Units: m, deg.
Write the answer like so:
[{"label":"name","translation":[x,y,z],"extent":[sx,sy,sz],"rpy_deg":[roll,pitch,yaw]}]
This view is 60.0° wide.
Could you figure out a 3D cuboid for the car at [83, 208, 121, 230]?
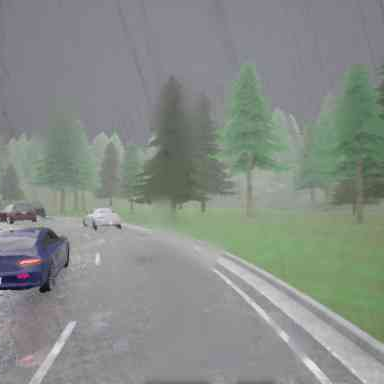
[{"label":"car","translation":[-6.426,1.853,23.650],"extent":[1.812,1.442,4.674],"rpy_deg":[0,-2,-30]}]

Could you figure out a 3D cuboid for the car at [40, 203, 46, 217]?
[{"label":"car","translation":[-18.262,1.910,37.007],"extent":[4.553,1.767,2.097],"rpy_deg":[-1,-1,38]}]

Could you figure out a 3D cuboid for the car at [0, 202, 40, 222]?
[{"label":"car","translation":[-15.524,1.804,29.485],"extent":[2.097,1.767,4.553],"rpy_deg":[0,-1,-42]}]

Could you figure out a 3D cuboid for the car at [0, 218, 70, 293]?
[{"label":"car","translation":[-4.470,1.662,8.926],"extent":[1.812,1.442,4.674],"rpy_deg":[0,-1,-13]}]
